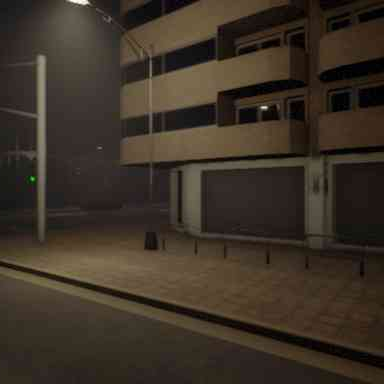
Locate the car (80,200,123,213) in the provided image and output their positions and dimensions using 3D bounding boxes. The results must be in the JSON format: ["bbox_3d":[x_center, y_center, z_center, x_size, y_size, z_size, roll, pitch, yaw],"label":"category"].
[{"bbox_3d":[-10.097,1.586,37.185,1.895,1.301,4.718,0,0,36],"label":"car"}]
